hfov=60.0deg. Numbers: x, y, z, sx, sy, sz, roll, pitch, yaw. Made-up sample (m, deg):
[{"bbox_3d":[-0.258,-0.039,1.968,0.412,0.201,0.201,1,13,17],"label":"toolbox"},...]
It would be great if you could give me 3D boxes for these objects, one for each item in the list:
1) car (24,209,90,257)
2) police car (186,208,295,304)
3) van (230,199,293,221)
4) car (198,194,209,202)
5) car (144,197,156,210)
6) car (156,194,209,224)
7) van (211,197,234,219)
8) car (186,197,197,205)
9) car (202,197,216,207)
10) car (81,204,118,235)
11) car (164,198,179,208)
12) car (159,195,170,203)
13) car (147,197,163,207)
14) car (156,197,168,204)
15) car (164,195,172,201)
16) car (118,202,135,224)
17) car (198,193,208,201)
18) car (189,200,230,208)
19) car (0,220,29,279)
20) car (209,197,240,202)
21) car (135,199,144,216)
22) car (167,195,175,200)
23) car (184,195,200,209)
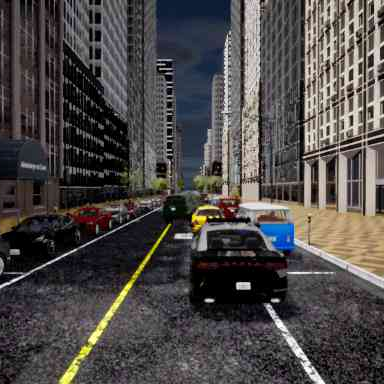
[{"bbox_3d":[-5.712,1.564,12.895,1.947,1.339,4.313,-1,0,0],"label":"car"},{"bbox_3d":[0.889,1.424,8.358,1.930,1.638,5.238,0,0,0],"label":"police car"},{"bbox_3d":[2.666,1.339,12.903,1.690,1.788,3.998,-1,0,0],"label":"van"},{"bbox_3d":[2.602,1.300,75.424,2.192,1.841,5.009,-1,0,0],"label":"car"},{"bbox_3d":[-5.741,1.544,41.313,2.008,1.369,4.403,-1,0,0],"label":"car"},{"bbox_3d":[-0.169,1.216,24.631,2.150,2.045,5.566,-1,0,24],"label":"car"},{"bbox_3d":[2.649,1.336,29.954,1.690,1.788,3.998,-1,0,0],"label":"van"},{"bbox_3d":[-0.062,1.553,59.258,1.994,1.385,4.181,0,0,0],"label":"car"},{"bbox_3d":[2.628,1.541,52.688,2.008,1.369,4.403,-1,0,0],"label":"car"},{"bbox_3d":[-5.718,1.542,18.579,1.887,1.381,4.507,-1,0,0],"label":"car"},{"bbox_3d":[-3.051,1.591,50.359,1.895,1.301,4.718,0,0,0],"label":"car"},{"bbox_3d":[-5.771,1.426,69.731,1.967,1.590,4.097,-1,0,0],"label":"car"},{"bbox_3d":[-5.753,1.541,52.680,2.008,1.369,4.403,-1,0,0],"label":"car"},{"bbox_3d":[-5.764,1.569,64.047,1.802,1.307,4.206,-1,0,0],"label":"car"},{"bbox_3d":[-5.781,1.508,80.929,1.752,1.417,4.829,-1,0,0],"label":"car"},{"bbox_3d":[-5.725,1.547,24.262,2.008,1.369,4.403,-1,0,0],"label":"car"},{"bbox_3d":[2.597,1.298,81.108,2.192,1.841,5.009,-1,0,0],"label":"car"},{"bbox_3d":[0.880,1.452,18.437,1.801,1.575,5.366,0,0,0],"label":"car"},{"bbox_3d":[-5.707,1.550,7.211,2.008,1.369,4.403,-1,0,0],"label":"car"},{"bbox_3d":[2.654,1.311,24.271,2.192,1.841,5.009,-1,0,0],"label":"car"},{"bbox_3d":[-5.729,1.577,29.946,1.802,1.307,4.206,-1,0,0],"label":"car"},{"bbox_3d":[-5.793,1.545,92.466,1.947,1.339,4.313,-1,0,0],"label":"car"},{"bbox_3d":[-0.028,1.344,46.158,2.097,1.767,4.553,0,0,0],"label":"car"}]
